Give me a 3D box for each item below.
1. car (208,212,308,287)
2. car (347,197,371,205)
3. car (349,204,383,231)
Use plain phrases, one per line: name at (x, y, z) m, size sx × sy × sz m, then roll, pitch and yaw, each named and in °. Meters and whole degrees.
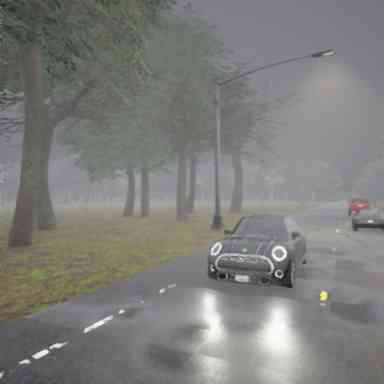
car at (2.121, 1.455, 9.833) m, size 2.097 × 1.767 × 4.553 m, roll -1°, pitch -1°, yaw 25°
car at (18.509, 1.569, 36.772) m, size 2.150 × 2.045 × 5.566 m, roll -1°, pitch 0°, yaw 25°
car at (11.736, 1.765, 22.114) m, size 1.994 × 1.385 × 4.181 m, roll -1°, pitch -1°, yaw 25°
